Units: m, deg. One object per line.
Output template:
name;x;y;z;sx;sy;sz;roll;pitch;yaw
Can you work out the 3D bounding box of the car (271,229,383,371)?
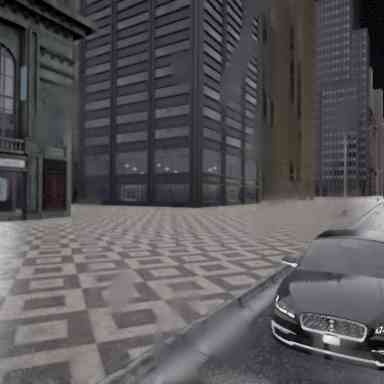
car;2.925;1.508;6.019;1.837;1.490;4.892;0;0;32
